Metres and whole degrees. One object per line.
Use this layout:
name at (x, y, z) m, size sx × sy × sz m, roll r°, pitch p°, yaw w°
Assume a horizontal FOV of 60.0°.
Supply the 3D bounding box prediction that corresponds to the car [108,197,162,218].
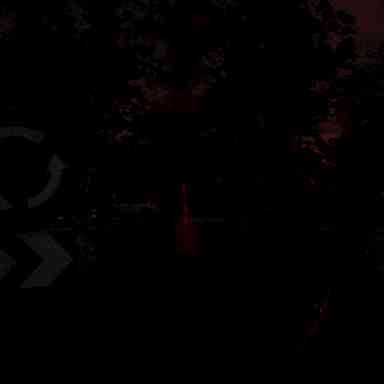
car at (-5.863, 1.540, 34.406) m, size 5.566 × 2.045 × 2.150 m, roll -1°, pitch -1°, yaw 15°
